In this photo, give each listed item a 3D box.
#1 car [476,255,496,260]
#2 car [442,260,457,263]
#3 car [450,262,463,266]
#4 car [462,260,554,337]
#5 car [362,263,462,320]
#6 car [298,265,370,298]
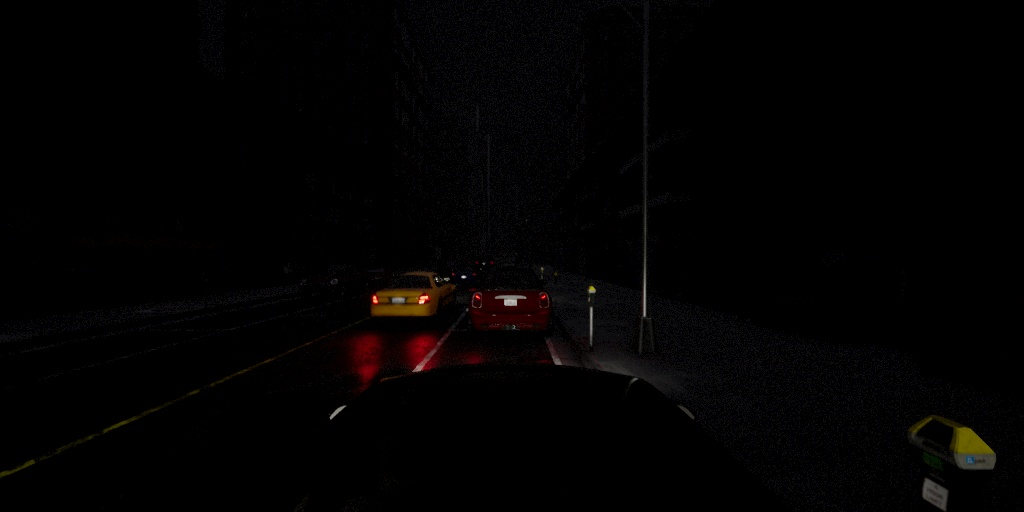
[{"bbox_3d":[-3.067,0.951,41.706,2.150,2.045,5.566,0,0,0],"label":"car"},{"bbox_3d":[-6.236,1.214,35.614,1.882,1.535,5.008,0,0,0],"label":"car"},{"bbox_3d":[-3.076,1.306,24.904,1.994,1.385,4.181,0,0,0],"label":"car"},{"bbox_3d":[-0.033,1.100,10.472,2.097,1.767,4.553,0,0,0],"label":"car"},{"bbox_3d":[-3.145,1.204,12.500,1.801,1.575,5.366,0,0,0],"label":"car"},{"bbox_3d":[-8.815,1.185,18.031,1.967,1.591,4.097,0,0,0],"label":"car"}]
